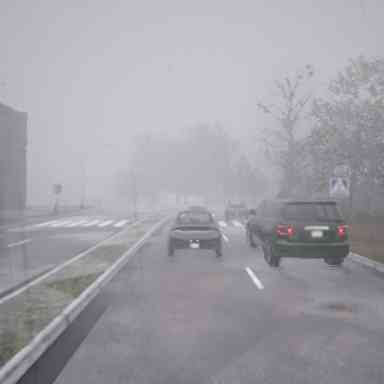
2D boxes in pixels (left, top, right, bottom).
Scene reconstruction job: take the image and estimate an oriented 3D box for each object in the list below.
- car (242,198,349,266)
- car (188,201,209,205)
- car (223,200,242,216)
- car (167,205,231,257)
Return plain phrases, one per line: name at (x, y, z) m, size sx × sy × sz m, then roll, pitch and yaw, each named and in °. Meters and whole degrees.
car at (3.341, 1.208, 11.584) m, size 2.150 × 2.045 × 5.566 m, roll 0°, pitch 0°, yaw 0°
car at (0.540, 1.493, 29.277) m, size 1.812 × 1.442 × 4.674 m, roll 0°, pitch 0°, yaw 5°
car at (3.708, 1.453, 28.134) m, size 2.128 × 1.511 × 4.902 m, roll 0°, pitch 0°, yaw 5°
car at (0.090, 1.476, 12.896) m, size 2.128 × 1.511 × 4.902 m, roll 0°, pitch 0°, yaw 0°
